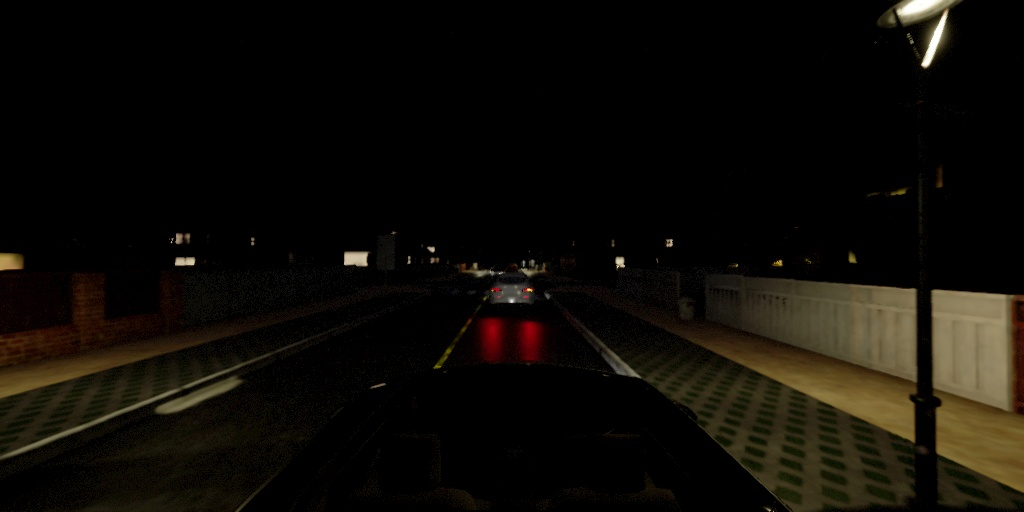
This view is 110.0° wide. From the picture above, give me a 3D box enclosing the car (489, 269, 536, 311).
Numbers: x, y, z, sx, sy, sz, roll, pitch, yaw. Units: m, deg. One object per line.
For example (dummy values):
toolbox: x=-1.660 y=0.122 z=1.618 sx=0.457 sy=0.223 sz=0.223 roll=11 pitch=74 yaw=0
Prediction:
car: x=0.048 y=1.436 z=15.387 sx=1.812 sy=1.442 sz=4.674 roll=0 pitch=-1 yaw=1
